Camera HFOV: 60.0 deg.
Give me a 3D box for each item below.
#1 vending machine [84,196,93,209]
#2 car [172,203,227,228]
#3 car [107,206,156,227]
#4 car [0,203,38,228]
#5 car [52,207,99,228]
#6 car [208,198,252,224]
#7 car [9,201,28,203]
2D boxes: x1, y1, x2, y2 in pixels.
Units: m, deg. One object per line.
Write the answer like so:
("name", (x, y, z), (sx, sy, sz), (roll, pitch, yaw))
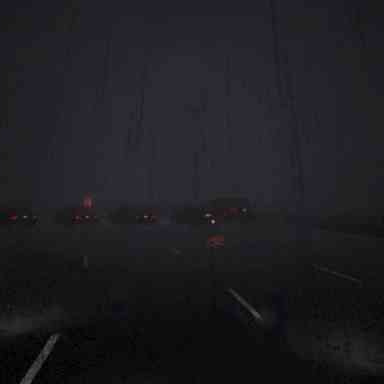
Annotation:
("vending machine", (-17.370, 1.749, 55.711), (1.100, 2.100, 0.880), (0, -1, -43))
("car", (0.209, 1.735, 24.144), (1.837, 1.490, 4.892), (0, -1, -29))
("car", (-4.670, 1.794, 25.128), (2.033, 1.411, 5.357), (0, -1, -35))
("car", (-13.117, 1.800, 24.705), (2.033, 1.411, 5.357), (0, -1, -41))
("car", (-8.762, 1.796, 24.797), (2.033, 1.411, 5.357), (0, -1, -38))
("car", (2.510, 1.478, 27.204), (2.150, 2.045, 5.566), (0, -1, -32))
("car", (-19.193, 1.724, 36.437), (2.097, 1.767, 4.553), (0, -1, -43))
